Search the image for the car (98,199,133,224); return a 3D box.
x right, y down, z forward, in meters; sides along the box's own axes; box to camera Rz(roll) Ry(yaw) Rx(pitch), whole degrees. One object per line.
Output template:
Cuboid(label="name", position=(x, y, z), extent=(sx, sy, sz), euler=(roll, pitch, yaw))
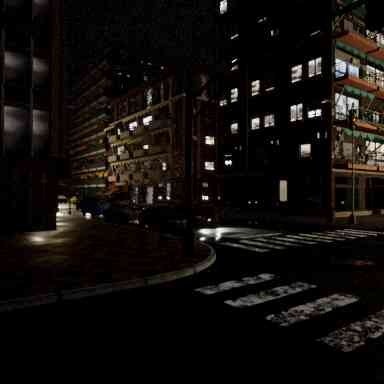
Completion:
Cuboid(label="car", position=(-4.963, 1.459, 24.242), extent=(1.752, 1.417, 4.829), euler=(0, 0, -36))

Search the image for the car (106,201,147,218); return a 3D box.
Cuboid(label="car", position=(-5.999, 1.538, 30.120), extent=(1.895, 1.301, 4.718), euler=(0, 0, -36))

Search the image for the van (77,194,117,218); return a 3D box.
Cuboid(label="van", position=(-8.367, 1.265, 28.981), extent=(1.690, 1.788, 3.998), euler=(0, 0, -36))

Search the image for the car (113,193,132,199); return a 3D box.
Cuboid(label="car", position=(-9.069, 1.160, 39.882), extent=(2.150, 2.045, 5.566), euler=(0, 0, -36))

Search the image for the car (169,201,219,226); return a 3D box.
Cuboid(label="car", position=(-0.100, 1.518, 21.903), extent=(1.994, 1.385, 4.181), euler=(0, 0, -36))

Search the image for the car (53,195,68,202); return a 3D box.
Cuboid(label="car", position=(-28.001, 1.360, 70.665), extent=(1.967, 1.590, 4.097), euler=(0, 0, -36))

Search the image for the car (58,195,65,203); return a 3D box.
Cuboid(label="car", position=(-24.448, 1.456, 61.261), extent=(2.033, 1.411, 5.357), euler=(0, 0, -35))

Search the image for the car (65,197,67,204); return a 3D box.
Cuboid(label="car", position=(-21.491, 1.447, 61.605), extent=(1.752, 1.417, 4.829), euler=(0, 0, -36))

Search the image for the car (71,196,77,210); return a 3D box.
Cuboid(label="car", position=(-12.068, 1.428, 38.587), extent=(1.837, 1.490, 4.892), euler=(0, 0, -35))

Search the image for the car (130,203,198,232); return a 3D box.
Cuboid(label="car", position=(-1.759, 1.526, 19.781), extent=(1.802, 1.307, 4.206), euler=(0, 0, -36))
